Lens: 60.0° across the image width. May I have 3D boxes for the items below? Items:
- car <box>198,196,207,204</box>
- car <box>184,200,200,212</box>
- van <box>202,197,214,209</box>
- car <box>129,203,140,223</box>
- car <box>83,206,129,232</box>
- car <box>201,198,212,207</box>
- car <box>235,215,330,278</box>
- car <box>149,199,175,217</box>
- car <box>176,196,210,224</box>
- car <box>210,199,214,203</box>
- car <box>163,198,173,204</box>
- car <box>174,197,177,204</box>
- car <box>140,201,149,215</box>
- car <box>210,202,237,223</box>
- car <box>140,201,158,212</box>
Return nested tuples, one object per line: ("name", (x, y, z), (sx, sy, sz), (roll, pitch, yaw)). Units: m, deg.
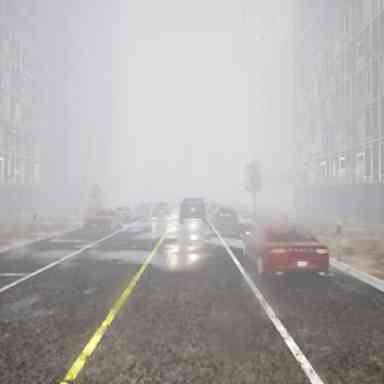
("car", (2.659, 1.967, 84.345), (2.192, 1.841, 5.009), (0, 0, 0))
("car", (0.012, 1.868, 45.980), (2.128, 1.511, 4.902), (0, 0, 0))
("van", (2.670, 1.792, 55.886), (1.690, 1.788, 3.998), (0, 0, 0))
("car", (-5.699, 1.813, 27.427), (1.802, 1.307, 4.206), (0, 0, 0))
("car", (-5.697, 1.730, 21.734), (1.887, 1.381, 4.507), (0, 0, 0))
("car", (2.668, 1.933, 61.577), (1.967, 1.590, 4.097), (0, 0, 0))
("car", (2.688, 1.636, 10.347), (1.887, 1.381, 4.507), (0, 0, 0))
("car", (-3.109, 1.799, 35.238), (1.837, 1.490, 4.892), (0, -1, 0))
("car", (0.082, 1.452, 27.427), (2.150, 2.045, 5.566), (0, 0, 0))
("car", (2.677, 1.887, 38.807), (1.947, 1.339, 4.313), (0, 0, 0))
("car", (-5.721, 2.163, 78.660), (2.008, 1.369, 4.403), (0, 0, 0))
("car", (-3.032, 1.867, 77.653), (2.097, 1.767, 4.553), (0, 0, 0))
("car", (-5.704, 1.866, 38.812), (1.887, 1.381, 4.507), (0, 0, 0))
("car", (2.681, 1.797, 27.423), (1.947, 1.339, 4.313), (0, 0, 0))
("car", (-5.707, 1.931, 44.504), (1.947, 1.339, 4.313), (0, 0, 0))
